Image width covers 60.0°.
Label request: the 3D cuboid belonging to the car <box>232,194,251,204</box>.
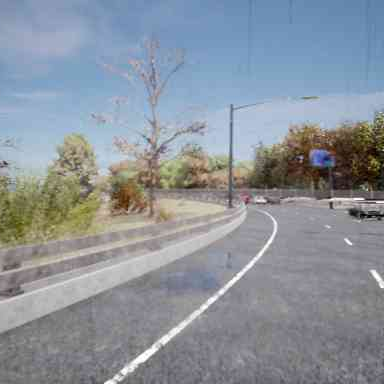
[{"bbox_3d":[9.232,1.663,64.580,1.994,1.385,4.181,1,0,-9],"label":"car"}]

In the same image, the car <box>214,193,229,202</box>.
[{"bbox_3d":[7.423,1.286,73.482,2.150,2.045,5.566,1,0,-16],"label":"car"}]

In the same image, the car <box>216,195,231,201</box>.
[{"bbox_3d":[7.879,1.468,84.312,1.895,1.301,4.718,1,0,-22],"label":"car"}]

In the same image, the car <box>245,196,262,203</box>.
[{"bbox_3d":[14.029,1.697,75.875,1.812,1.442,4.674,1,0,-16],"label":"car"}]

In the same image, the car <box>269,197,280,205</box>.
[{"bbox_3d":[16.006,1.732,66.558,2.128,1.511,4.902,1,0,-9],"label":"car"}]

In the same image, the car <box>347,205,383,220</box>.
[{"bbox_3d":[16.245,1.853,31.360,1.895,1.301,4.718,1,0,8],"label":"car"}]

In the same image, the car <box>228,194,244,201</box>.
[{"bbox_3d":[11.199,1.430,85.425,1.837,1.490,4.892,1,0,-22],"label":"car"}]

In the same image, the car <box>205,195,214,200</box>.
[{"bbox_3d":[4.582,1.370,83.143,1.994,1.385,4.181,1,0,-22],"label":"car"}]

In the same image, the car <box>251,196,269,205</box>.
[{"bbox_3d":[12.722,1.760,64.874,1.895,1.301,4.718,1,0,-9],"label":"car"}]
